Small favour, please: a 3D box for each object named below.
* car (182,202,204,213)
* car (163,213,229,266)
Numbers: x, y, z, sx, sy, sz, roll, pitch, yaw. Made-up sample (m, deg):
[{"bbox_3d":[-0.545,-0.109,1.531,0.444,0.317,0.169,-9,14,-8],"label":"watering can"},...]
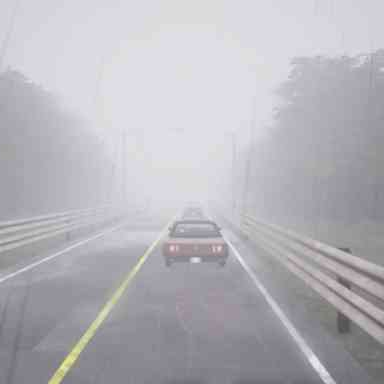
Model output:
[{"bbox_3d":[0.114,1.607,29.296,1.812,1.442,4.674,0,0,0],"label":"car"},{"bbox_3d":[0.104,1.612,11.522,1.895,1.301,4.718,0,0,0],"label":"car"}]
